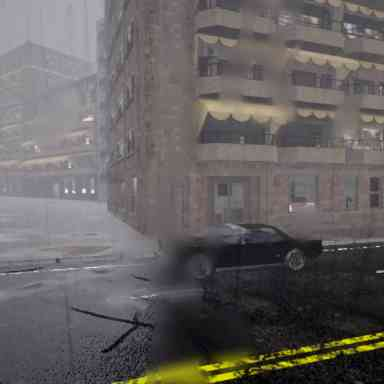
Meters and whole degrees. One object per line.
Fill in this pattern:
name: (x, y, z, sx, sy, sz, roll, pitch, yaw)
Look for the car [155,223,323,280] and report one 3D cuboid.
car: (1.349, 1.601, 9.792, 4.718, 1.301, 1.895, 0, 0, -20)
